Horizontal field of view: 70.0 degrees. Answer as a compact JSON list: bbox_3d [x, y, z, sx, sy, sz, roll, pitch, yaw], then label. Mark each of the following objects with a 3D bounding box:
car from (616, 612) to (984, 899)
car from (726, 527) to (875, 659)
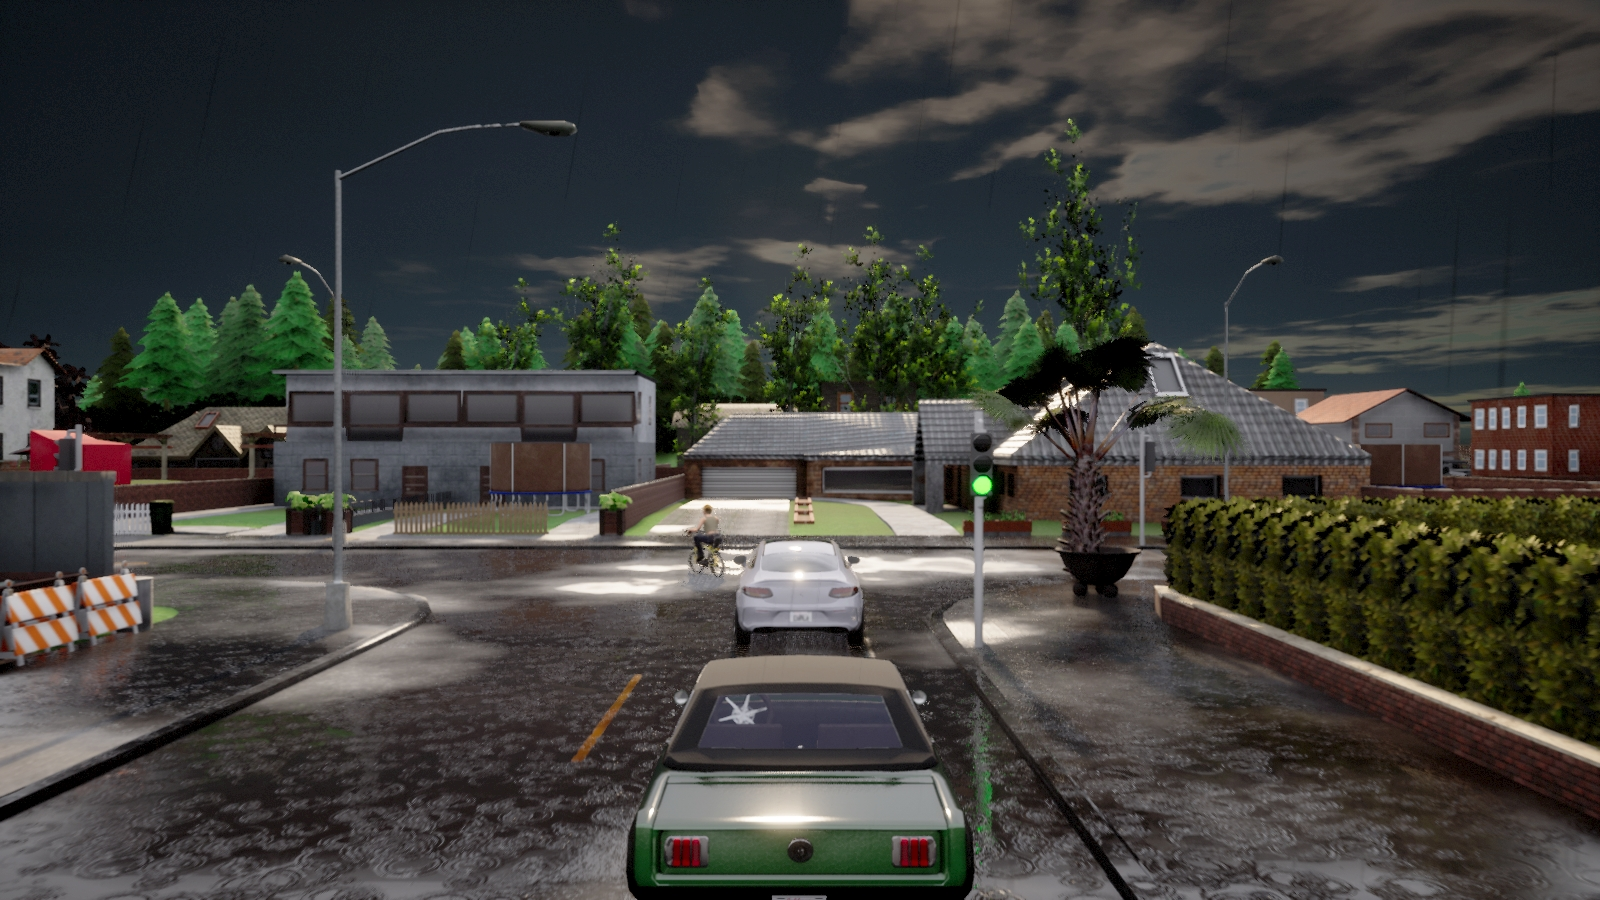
[{"bbox_3d":[0.002,2.152,8.242,1.895,1.301,4.718,0,0,0],"label":"car"},{"bbox_3d":[-0.039,2.076,17.663,2.002,1.442,4.674,0,0,-1],"label":"car"}]
